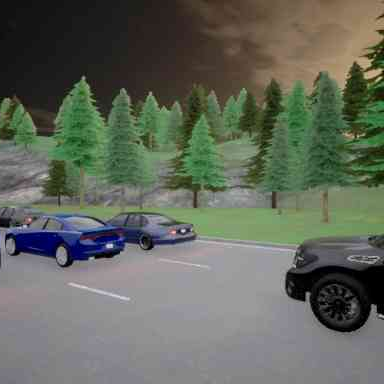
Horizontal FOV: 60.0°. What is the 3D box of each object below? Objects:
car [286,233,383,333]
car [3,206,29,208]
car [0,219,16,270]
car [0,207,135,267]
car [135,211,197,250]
[{"bbox_3d":[4.371,1.220,5.179,5.566,2.045,2.150,0,0,35],"label":"car"},{"bbox_3d":[-10.605,1.547,20.066,5.357,1.411,2.033,0,0,35],"label":"car"},{"bbox_3d":[-6.951,1.505,8.925,4.892,1.490,1.837,0,0,36],"label":"car"},{"bbox_3d":[-4.499,1.478,11.474,5.008,1.535,1.882,0,0,36],"label":"car"},{"bbox_3d":[-2.377,1.547,14.261,5.357,1.411,2.033,0,0,35],"label":"car"}]
